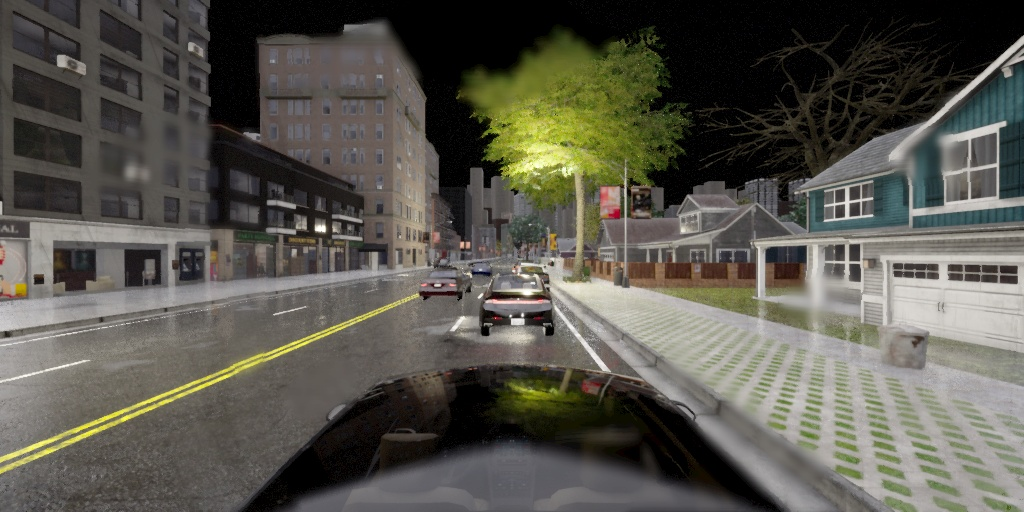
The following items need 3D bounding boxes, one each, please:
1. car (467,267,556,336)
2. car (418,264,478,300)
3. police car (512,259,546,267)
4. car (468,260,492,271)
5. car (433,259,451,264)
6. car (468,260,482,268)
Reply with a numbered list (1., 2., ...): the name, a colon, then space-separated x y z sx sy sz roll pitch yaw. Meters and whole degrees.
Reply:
1. car: 0.134 1.239 10.348 2.128 1.511 4.902 0 0 0
2. car: -3.091 1.289 17.599 2.033 1.411 5.357 0 0 1
3. police car: 1.053 1.165 20.597 1.930 1.638 5.238 0 0 0
4. car: -3.006 1.288 36.414 1.994 1.385 4.181 0 0 0
5. car: -9.647 1.189 49.724 1.882 1.535 5.008 0 0 0
6. car: -6.313 1.302 61.115 1.895 1.301 4.718 0 0 1
